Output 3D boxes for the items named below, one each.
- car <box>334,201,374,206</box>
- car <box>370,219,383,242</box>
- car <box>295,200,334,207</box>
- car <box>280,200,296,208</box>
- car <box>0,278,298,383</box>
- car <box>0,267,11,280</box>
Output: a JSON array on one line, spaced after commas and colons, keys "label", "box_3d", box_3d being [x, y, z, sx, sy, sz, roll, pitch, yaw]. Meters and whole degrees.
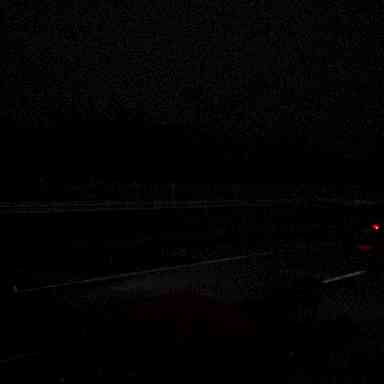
[{"label": "car", "box_3d": [16.205, 1.558, 32.125, 4.674, 1.442, 1.812, 0, 0, -34]}, {"label": "car", "box_3d": [10.349, 1.561, 15.235, 5.357, 1.411, 2.033, 0, 0, -33]}, {"label": "car", "box_3d": [13.266, 1.628, 34.374, 4.718, 1.301, 1.895, 0, 0, -34]}, {"label": "car", "box_3d": [12.469, 1.575, 38.057, 5.357, 1.411, 2.033, 0, 0, -34]}, {"label": "car", "box_3d": [-1.272, 1.600, 2.831, 4.718, 1.301, 1.895, 0, 0, -34]}, {"label": "car", "box_3d": [-4.977, 1.600, 4.489, 4.718, 1.301, 1.895, 0, 0, -36]}]
